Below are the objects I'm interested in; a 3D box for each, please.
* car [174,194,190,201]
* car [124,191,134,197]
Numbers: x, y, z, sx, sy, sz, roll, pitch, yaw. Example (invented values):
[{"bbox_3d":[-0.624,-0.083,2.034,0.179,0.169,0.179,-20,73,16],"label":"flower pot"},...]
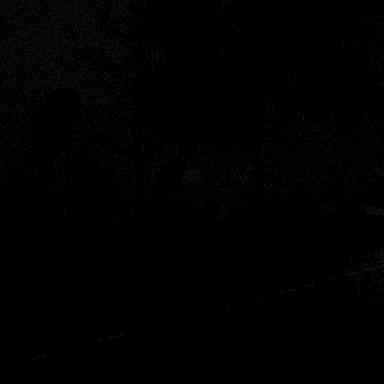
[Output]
[{"bbox_3d":[-1.782,1.030,65.233,1.994,1.385,4.181,-1,1,-35],"label":"car"},{"bbox_3d":[-17.090,0.597,89.553,1.882,1.535,5.008,-1,1,-28],"label":"car"}]
